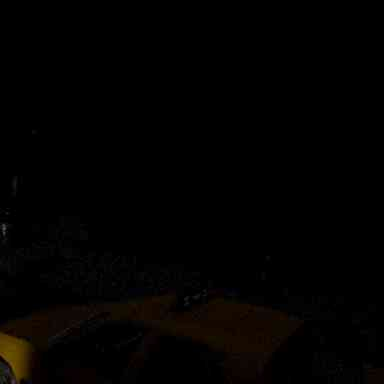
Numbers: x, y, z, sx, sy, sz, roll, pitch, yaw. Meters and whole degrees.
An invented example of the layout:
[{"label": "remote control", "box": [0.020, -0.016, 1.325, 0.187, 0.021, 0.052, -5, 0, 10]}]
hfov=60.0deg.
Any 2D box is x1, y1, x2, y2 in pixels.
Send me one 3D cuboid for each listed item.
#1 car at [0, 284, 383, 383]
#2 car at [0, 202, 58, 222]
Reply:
[{"label": "car", "box": [-0.209, 1.524, 3.005, 4.829, 1.417, 1.752, 0, -1, 35]}, {"label": "car", "box": [-13.747, 1.643, 27.972, 1.837, 1.490, 4.892, -1, 1, 36]}]
